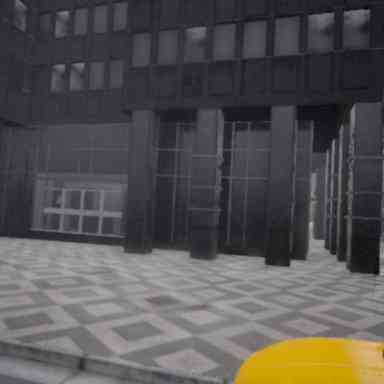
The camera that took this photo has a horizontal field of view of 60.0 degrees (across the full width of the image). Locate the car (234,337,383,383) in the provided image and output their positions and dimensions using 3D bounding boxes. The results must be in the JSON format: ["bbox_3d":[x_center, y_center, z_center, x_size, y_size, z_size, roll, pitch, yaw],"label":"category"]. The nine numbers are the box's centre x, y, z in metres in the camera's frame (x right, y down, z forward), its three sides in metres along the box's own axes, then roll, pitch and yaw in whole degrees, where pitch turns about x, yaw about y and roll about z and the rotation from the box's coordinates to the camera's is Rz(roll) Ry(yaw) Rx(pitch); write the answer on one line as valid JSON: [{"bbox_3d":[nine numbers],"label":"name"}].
[{"bbox_3d":[2.749,1.732,2.238,5.008,1.535,1.882,2,-3,17],"label":"car"}]
